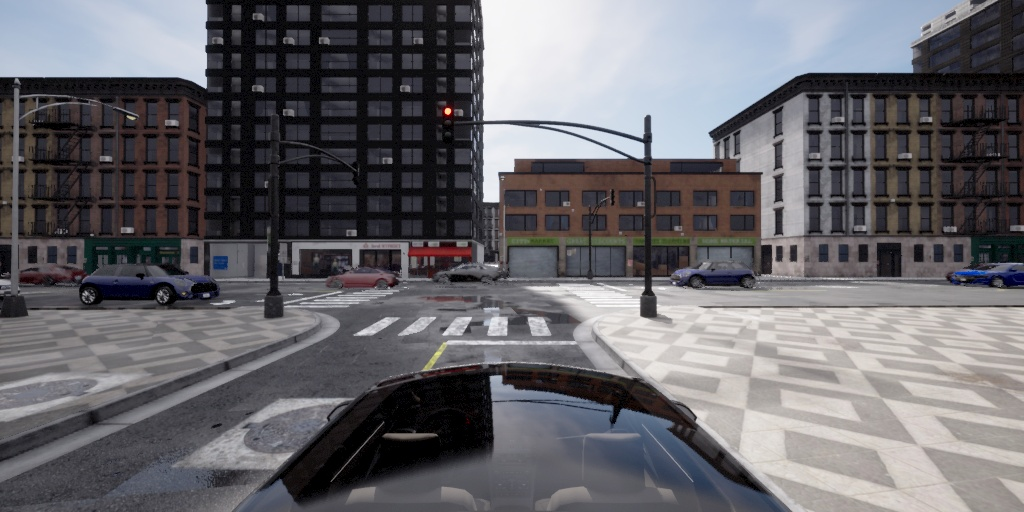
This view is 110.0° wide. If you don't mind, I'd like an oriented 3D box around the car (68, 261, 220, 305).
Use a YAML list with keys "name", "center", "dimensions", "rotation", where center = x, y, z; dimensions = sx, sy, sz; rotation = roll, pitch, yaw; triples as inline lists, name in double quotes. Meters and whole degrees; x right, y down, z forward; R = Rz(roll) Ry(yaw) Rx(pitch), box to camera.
- name: "car"
  center: [-15.217, 1.088, 15.257]
  dimensions: [4.553, 1.767, 2.097]
  rotation: [0, 0, 1]

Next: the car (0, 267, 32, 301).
- name: "car"
  center: [-24.098, 1.279, 15.252]
  dimensions: [4.674, 1.442, 1.812]
  rotation: [0, 0, 0]

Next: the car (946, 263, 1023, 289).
- name: "car"
  center: [30.333, 1.178, 22.116]
  dimensions: [5.008, 1.535, 1.882]
  rotation: [0, 0, 0]

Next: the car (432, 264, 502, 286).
- name: "car"
  center: [-3.125, 1.285, 25.266]
  dimensions: [4.902, 1.511, 2.128]
  rotation: [0, 0, 0]

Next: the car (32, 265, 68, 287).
- name: "car"
  center: [-32.726, 1.375, 25.176]
  dimensions: [4.674, 1.442, 1.812]
  rotation: [0, 0, 0]

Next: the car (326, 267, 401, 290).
- name: "car"
  center: [-9.043, 1.342, 21.999]
  dimensions: [4.181, 1.385, 1.994]
  rotation: [0, 0, 0]

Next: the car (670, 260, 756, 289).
- name: "car"
  center: [12.245, 1.089, 22.067]
  dimensions: [4.553, 1.767, 2.097]
  rotation: [0, 0, 0]

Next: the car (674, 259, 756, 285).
- name: "car"
  center: [14.209, 1.112, 25.323]
  dimensions: [4.553, 1.767, 2.097]
  rotation: [0, 0, 0]

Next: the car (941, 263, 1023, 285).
- name: "car"
  center: [33.785, 1.245, 25.364]
  dimensions: [4.674, 1.442, 1.812]
  rotation: [0, 0, 0]
